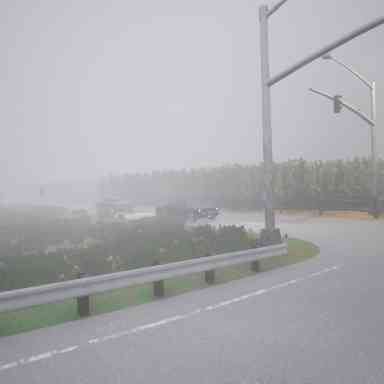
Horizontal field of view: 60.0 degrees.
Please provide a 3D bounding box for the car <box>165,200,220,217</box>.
[{"bbox_3d":[-0.370,1.180,22.021,1.895,1.301,4.718,-3,2,-41],"label":"car"}]

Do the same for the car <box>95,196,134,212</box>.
[{"bbox_3d":[-7.036,1.124,29.821,1.837,1.490,4.892,-3,2,-40],"label":"car"}]
